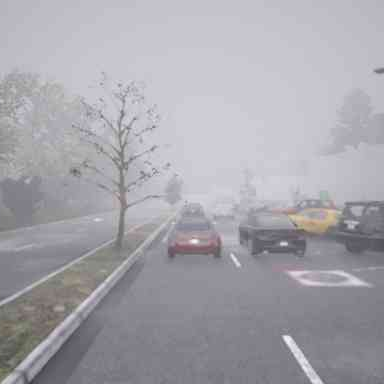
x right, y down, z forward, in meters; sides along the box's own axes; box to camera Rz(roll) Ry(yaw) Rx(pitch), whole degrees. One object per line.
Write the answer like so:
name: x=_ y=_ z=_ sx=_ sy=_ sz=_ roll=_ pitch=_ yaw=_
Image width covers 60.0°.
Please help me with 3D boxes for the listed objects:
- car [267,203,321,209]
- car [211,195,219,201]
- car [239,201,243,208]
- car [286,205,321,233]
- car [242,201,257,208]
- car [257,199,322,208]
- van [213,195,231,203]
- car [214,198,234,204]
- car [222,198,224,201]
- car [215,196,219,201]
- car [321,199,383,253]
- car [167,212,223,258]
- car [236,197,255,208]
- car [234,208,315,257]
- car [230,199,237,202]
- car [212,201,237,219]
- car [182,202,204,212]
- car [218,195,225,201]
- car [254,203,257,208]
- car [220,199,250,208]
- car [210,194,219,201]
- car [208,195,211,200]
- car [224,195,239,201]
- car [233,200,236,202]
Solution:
car: x=7.891 y=1.722 z=21.493 sx=5.366 sy=1.575 sz=1.946 roll=1 pitch=-1 yaw=-20
car: x=8.024 y=2.192 z=81.591 sx=4.792 sy=1.488 sz=2.163 roll=1 pitch=0 yaw=-20
car: x=8.064 y=1.996 z=36.563 sx=4.674 sy=1.452 sz=2.002 roll=1 pitch=-1 yaw=-20
car: x=8.239 y=1.689 z=18.627 sx=5.366 sy=1.575 sz=1.946 roll=1 pitch=-1 yaw=-20
car: x=8.055 y=1.912 z=33.564 sx=5.008 sy=1.535 sz=2.097 roll=1 pitch=-1 yaw=-20
car: x=8.044 y=1.521 z=24.548 sx=5.566 sy=2.045 sz=2.435 roll=1 pitch=-1 yaw=-20
van: x=8.159 y=1.936 z=90.617 sx=4.442 sy=1.987 sz=1.878 roll=1 pitch=0 yaw=-20
car: x=8.045 y=2.202 z=84.609 sx=4.674 sy=1.452 sz=2.002 roll=1 pitch=0 yaw=-20
car: x=7.886 y=2.116 z=51.514 sx=5.366 sy=1.575 sz=1.946 roll=1 pitch=0 yaw=-20
car: x=8.027 y=2.196 z=69.585 sx=4.792 sy=1.488 sz=2.163 roll=1 pitch=0 yaw=-20
car: x=8.095 y=1.362 z=12.579 sx=5.566 sy=2.045 sz=2.435 roll=1 pitch=-1 yaw=-20
car: x=0.088 y=1.701 z=13.471 sx=1.994 sy=1.385 sz=4.181 roll=0 pitch=-1 yaw=0
car: x=8.093 y=1.873 z=39.576 sx=4.553 sy=1.767 sz=2.185 roll=1 pitch=-1 yaw=-20
car: x=3.089 y=1.617 z=13.641 sx=1.882 sy=1.535 sz=5.008 roll=0 pitch=-1 yaw=0
car: x=8.085 y=2.099 z=45.587 sx=4.792 sy=1.488 sz=2.163 roll=1 pitch=-1 yaw=-20
car: x=3.089 y=1.952 z=33.576 sx=1.812 sy=1.442 sz=4.674 roll=0 pitch=-1 yaw=0
car: x=0.089 y=1.748 z=31.632 sx=2.097 sy=1.767 sz=4.553 roll=0 pitch=-1 yaw=0
car: x=8.034 y=1.904 z=57.569 sx=5.566 sy=2.045 sz=2.435 roll=1 pitch=0 yaw=-20
car: x=8.038 y=1.846 z=27.547 sx=4.792 sy=1.488 sz=2.163 roll=1 pitch=-1 yaw=-20
car: x=8.226 y=2.165 z=63.661 sx=5.366 sy=1.575 sz=1.946 roll=1 pitch=0 yaw=-20
car: x=8.021 y=2.035 z=87.581 sx=4.553 sy=1.767 sz=2.185 roll=1 pitch=0 yaw=-20
car: x=8.041 y=2.160 z=93.556 sx=4.892 sy=1.521 sz=2.231 roll=1 pitch=0 yaw=-20
car: x=8.087 y=1.847 z=48.589 sx=5.566 sy=2.045 sz=2.435 roll=1 pitch=-1 yaw=-20
car: x=8.062 y=2.079 z=42.562 sx=4.674 sy=1.452 sz=2.002 roll=1 pitch=0 yaw=-20
